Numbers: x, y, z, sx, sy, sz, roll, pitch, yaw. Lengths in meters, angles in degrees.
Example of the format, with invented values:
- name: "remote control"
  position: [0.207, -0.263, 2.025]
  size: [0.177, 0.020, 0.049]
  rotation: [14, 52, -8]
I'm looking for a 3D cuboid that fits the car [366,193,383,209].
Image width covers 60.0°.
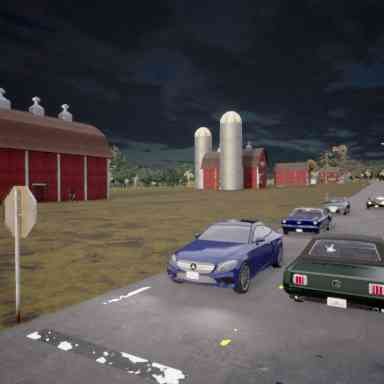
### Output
- name: "car"
  position: [19.200, 1.056, 34.471]
  size: [1.895, 1.301, 4.718]
  rotation: [0, 1, 30]

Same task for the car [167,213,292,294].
- name: "car"
  position: [1.180, 1.515, 9.126]
  size: [1.812, 1.442, 4.674]
  rotation: [0, 0, 30]

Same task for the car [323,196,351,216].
- name: "car"
  position: [12.452, 1.150, 28.586]
  size: [2.128, 1.511, 4.902]
  rotation: [0, 2, 30]

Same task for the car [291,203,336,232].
- name: "car"
  position: [6.257, 1.510, 17.901]
  size: [1.895, 1.301, 4.718]
  rotation: [0, 1, 30]

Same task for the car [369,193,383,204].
- name: "car"
  position: [24.144, 0.815, 43.129]
  size: [1.895, 1.301, 4.718]
  rotation: [0, 1, 30]

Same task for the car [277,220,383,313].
- name: "car"
  position: [3.587, 1.592, 7.595]
  size: [1.895, 1.301, 4.718]
  rotation: [0, 0, 30]
